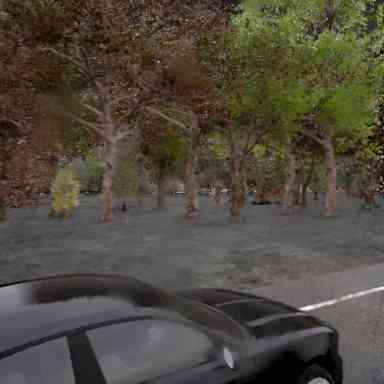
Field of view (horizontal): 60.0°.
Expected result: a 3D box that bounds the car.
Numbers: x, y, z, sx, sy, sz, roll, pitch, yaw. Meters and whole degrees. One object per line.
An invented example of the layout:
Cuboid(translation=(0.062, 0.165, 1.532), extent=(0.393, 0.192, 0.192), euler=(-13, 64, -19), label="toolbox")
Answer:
Cuboid(translation=(-0.800, 1.474, 2.739), extent=(5.008, 1.535, 1.882), euler=(0, 0, -34), label="car")
